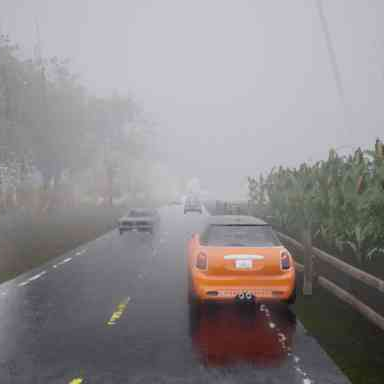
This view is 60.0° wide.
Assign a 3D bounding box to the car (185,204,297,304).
[{"bbox_3d":[0.963,1.349,8.277,2.097,1.767,4.553,0,0,0],"label":"car"}]

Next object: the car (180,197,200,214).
[{"bbox_3d":[0.084,1.542,35.644,2.033,1.411,5.357,0,0,0],"label":"car"}]

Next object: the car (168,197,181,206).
[{"bbox_3d":[-2.733,1.557,53.321,1.994,1.385,4.181,0,0,0],"label":"car"}]

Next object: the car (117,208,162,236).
[{"bbox_3d":[-2.845,1.597,18.731,1.895,1.301,4.718,0,0,0],"label":"car"}]

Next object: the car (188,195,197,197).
[{"bbox_3d":[0.072,1.346,46.206,2.097,1.767,4.553,0,0,0],"label":"car"}]
